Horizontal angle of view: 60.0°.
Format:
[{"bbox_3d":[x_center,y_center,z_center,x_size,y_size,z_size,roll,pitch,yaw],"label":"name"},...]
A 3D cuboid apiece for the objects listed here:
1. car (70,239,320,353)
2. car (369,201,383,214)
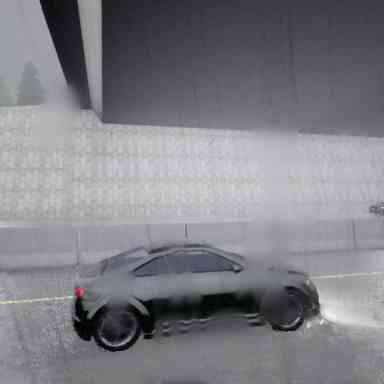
[{"bbox_3d":[0.061,1.563,5.899,4.181,1.385,1.994,0,0,-15],"label":"car"},{"bbox_3d":[20.200,1.503,33.480,4.892,1.490,1.837,0,0,-15],"label":"car"}]
